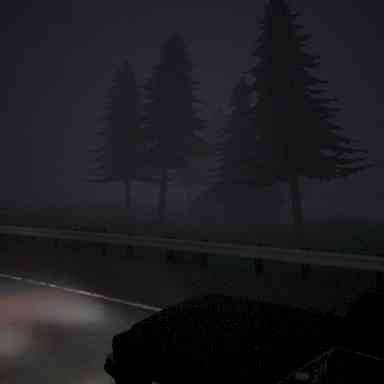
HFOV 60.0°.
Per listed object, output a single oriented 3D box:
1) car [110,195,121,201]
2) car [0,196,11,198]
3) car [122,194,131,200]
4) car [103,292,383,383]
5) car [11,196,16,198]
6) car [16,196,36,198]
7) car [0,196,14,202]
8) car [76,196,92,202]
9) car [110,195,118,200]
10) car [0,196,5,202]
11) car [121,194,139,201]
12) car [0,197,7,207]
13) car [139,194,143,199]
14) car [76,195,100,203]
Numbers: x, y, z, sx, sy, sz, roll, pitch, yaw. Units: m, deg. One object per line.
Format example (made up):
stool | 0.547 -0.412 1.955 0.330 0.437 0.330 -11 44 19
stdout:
car | -17.127 1.540 76.733 2.033 1.411 5.357 0 0 2
car | -36.960 1.525 61.903 2.128 1.511 4.902 0 0 17
car | -17.755 1.355 90.355 2.097 1.767 4.553 0 0 -9
car | 1.462 1.601 2.725 4.718 1.301 1.895 0 0 35
car | -38.538 1.525 72.126 2.128 1.511 4.902 0 0 10
car | -35.012 1.540 72.020 2.033 1.411 5.357 0 0 6
car | -41.872 1.595 73.841 1.895 1.301 4.718 0 0 6
car | -24.248 1.595 74.852 1.895 1.301 4.718 0 0 2
car | -21.368 1.500 91.041 1.837 1.490 4.892 0 0 -9
car | -45.192 1.552 76.366 1.994 1.385 4.181 0 0 6
car | -13.762 1.524 74.458 1.812 1.442 4.674 0 0 2
car | -22.753 1.525 35.580 1.812 1.442 4.674 0 0 17
car | -14.112 1.355 89.227 2.097 1.767 4.553 0 0 -9
car | -21.312 1.545 67.984 2.033 1.411 5.357 0 0 6
